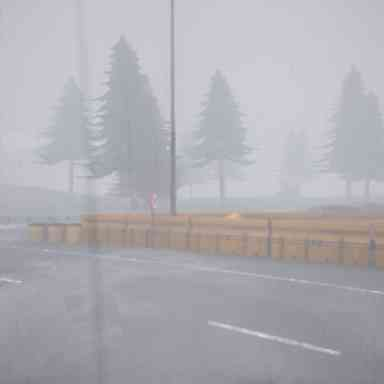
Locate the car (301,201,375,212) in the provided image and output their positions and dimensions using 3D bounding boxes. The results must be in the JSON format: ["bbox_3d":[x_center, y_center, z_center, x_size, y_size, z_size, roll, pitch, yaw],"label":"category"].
[{"bbox_3d":[7.924,1.469,19.943,4.892,1.490,1.837,0,0,-7],"label":"car"}]

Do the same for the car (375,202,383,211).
[{"bbox_3d":[11.970,1.437,23.954,4.902,1.511,2.128,0,0,-7],"label":"car"}]
